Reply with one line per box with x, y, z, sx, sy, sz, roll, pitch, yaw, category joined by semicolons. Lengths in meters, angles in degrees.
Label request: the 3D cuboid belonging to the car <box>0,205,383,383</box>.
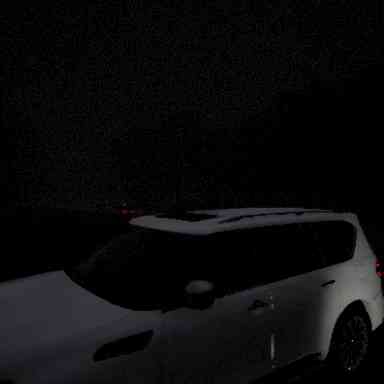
0.081;1.244;3.929;5.566;2.045;2.150;0;0;-36;car

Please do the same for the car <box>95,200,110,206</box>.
-15.956;2.282;60.077;1.882;1.535;5.008;2;-2;-34;car

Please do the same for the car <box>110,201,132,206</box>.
-10.945;2.185;52.844;1.812;1.442;4.674;2;-2;-34;car
